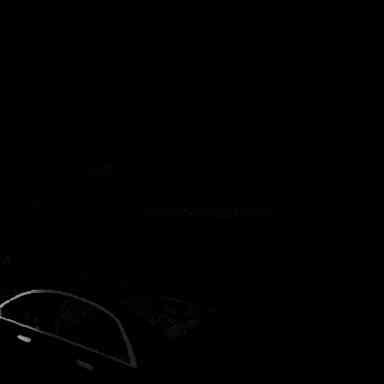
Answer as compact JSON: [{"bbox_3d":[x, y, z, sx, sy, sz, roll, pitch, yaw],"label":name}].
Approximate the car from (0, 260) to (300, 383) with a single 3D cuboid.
[{"bbox_3d":[-1.086,1.550,3.736,4.403,1.369,2.008,0,0,35],"label":"car"}]
